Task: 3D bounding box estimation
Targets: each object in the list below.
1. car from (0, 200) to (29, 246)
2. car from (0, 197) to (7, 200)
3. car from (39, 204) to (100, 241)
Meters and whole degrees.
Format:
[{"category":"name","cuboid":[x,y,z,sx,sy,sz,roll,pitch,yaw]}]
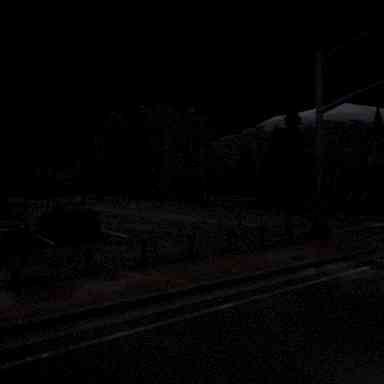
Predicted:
[{"category":"car","cuboid":[-8.339,1.325,13.817,2.152,1.636,5.027,0,0,-36]},{"category":"car","cuboid":[-21.124,1.354,36.770,1.845,1.501,3.633,0,0,-36]},{"category":"car","cuboid":[-5.831,1.319,15.701,2.007,1.523,4.514,0,0,-36]}]
